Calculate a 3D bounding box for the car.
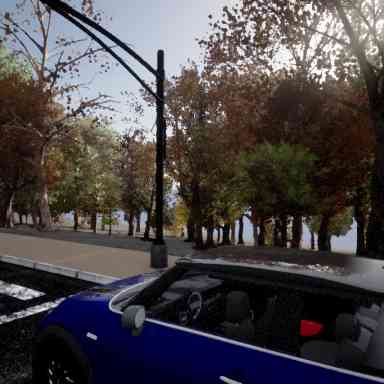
[{"bbox_3d":[0.418,1.352,3.358,4.553,1.767,2.097,0,0,34],"label":"car"}]
